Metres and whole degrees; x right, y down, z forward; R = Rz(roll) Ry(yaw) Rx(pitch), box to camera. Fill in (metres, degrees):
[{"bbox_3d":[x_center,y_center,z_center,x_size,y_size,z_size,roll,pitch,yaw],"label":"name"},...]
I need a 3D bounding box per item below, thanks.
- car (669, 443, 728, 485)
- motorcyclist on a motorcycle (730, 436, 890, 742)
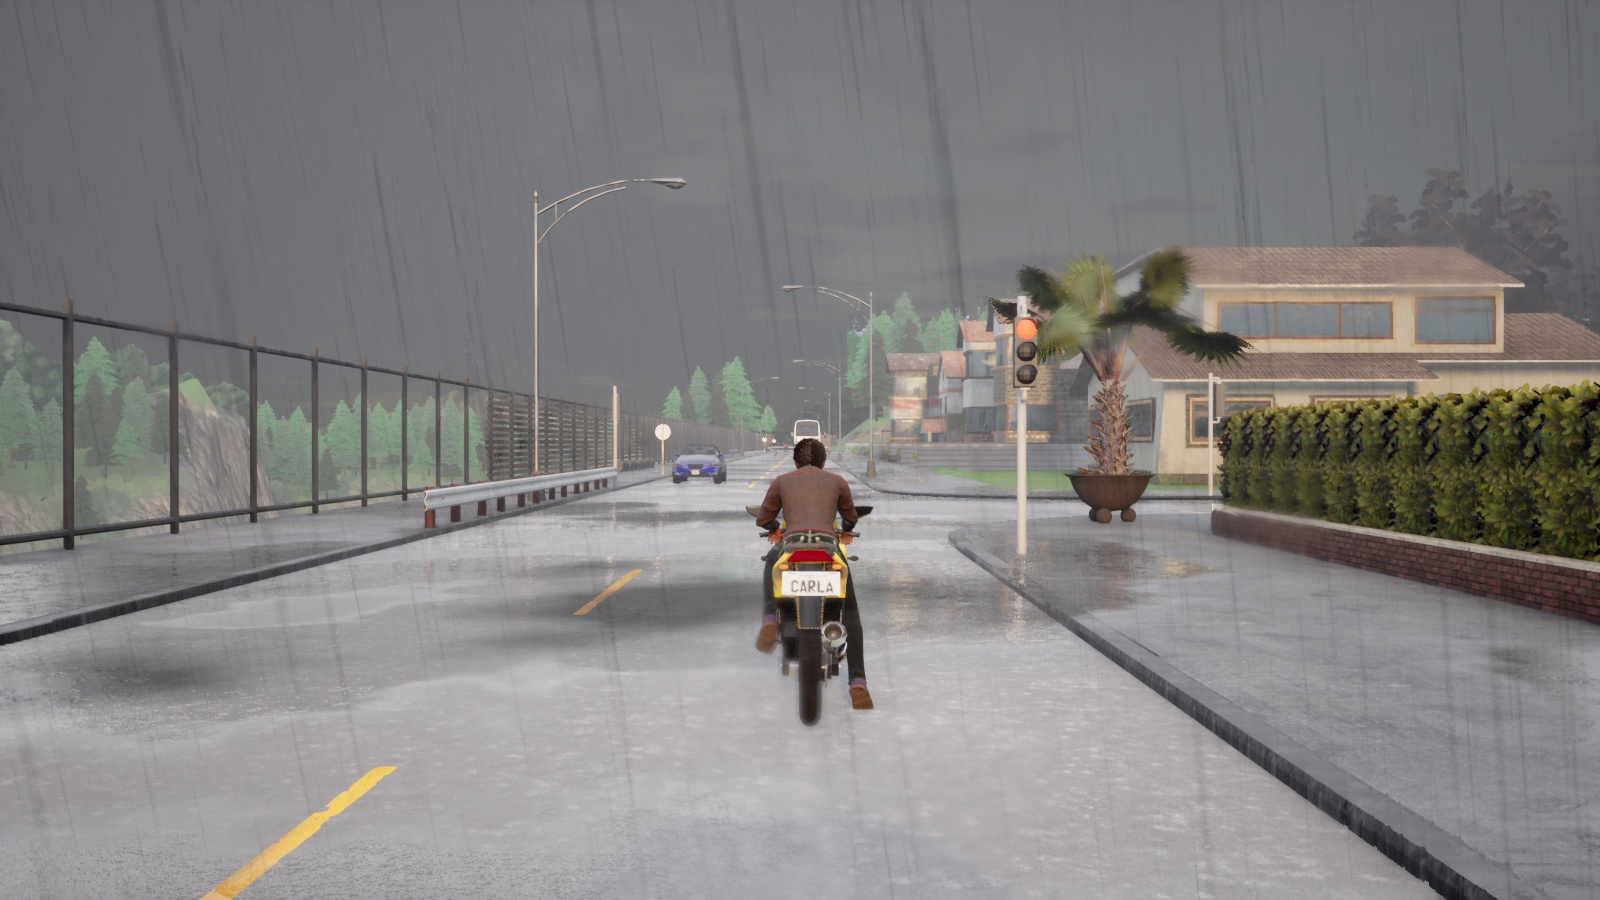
[{"bbox_3d":[-3.723,0.493,46.732,1.816,1.474,4.193,0,0,0],"label":"car"},{"bbox_3d":[0.056,0.688,7.269,0.797,1.523,2.044,0,0,0],"label":"motorcyclist on a motorcycle"}]
